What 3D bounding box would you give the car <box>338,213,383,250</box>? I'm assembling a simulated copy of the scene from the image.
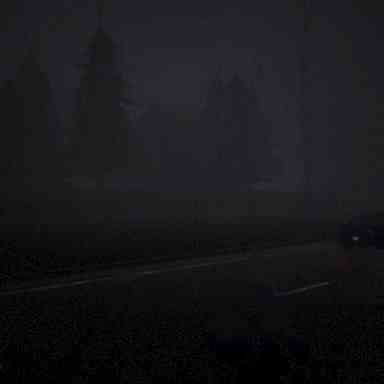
[{"bbox_3d":[8.203,1.617,14.017,5.008,1.535,1.882,0,0,-35],"label":"car"}]
